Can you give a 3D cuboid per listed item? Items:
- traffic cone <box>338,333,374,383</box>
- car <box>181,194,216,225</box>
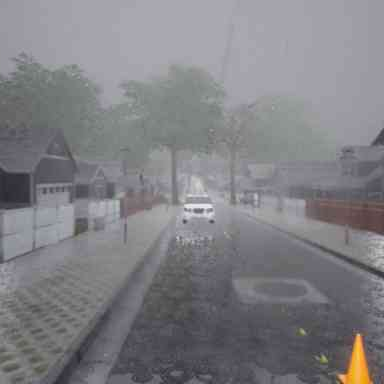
[{"bbox_3d":[1.945,1.953,3.887,0.340,0.580,0.340,0,0,0],"label":"traffic cone"},{"bbox_3d":[0.453,1.178,24.174,2.150,2.045,5.566,0,0,0],"label":"car"}]
